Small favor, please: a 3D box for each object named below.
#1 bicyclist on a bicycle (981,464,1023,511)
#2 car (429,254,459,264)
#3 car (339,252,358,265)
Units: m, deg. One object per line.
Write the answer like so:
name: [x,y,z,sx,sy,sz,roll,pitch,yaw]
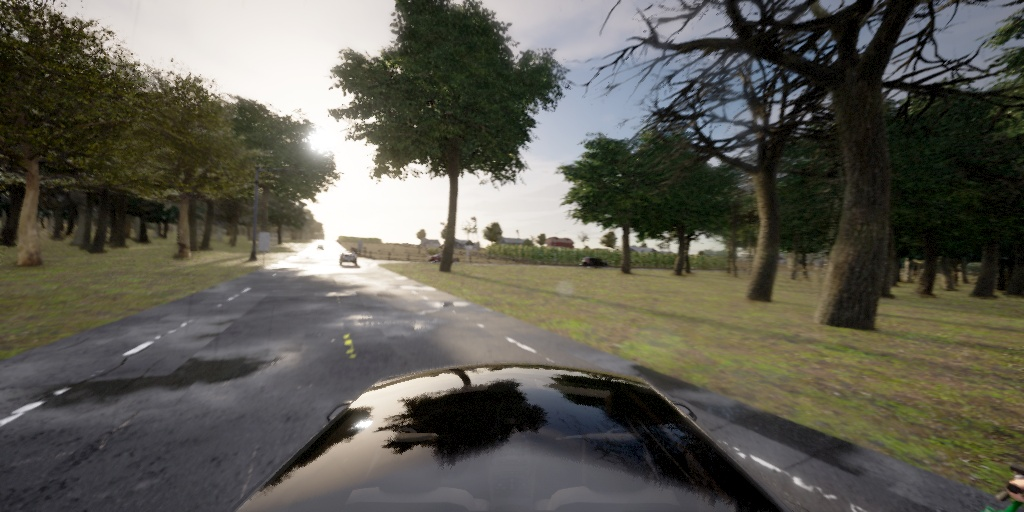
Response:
bicyclist on a bicycle: [2.753,1.304,1.640,0.866,1.612,1.509,3,0,-28]
car: [-11.072,0.416,58.754,5.008,1.535,1.882,3,-1,-28]
car: [-19.183,0.229,41.971,2.128,1.511,4.902,3,1,-27]
